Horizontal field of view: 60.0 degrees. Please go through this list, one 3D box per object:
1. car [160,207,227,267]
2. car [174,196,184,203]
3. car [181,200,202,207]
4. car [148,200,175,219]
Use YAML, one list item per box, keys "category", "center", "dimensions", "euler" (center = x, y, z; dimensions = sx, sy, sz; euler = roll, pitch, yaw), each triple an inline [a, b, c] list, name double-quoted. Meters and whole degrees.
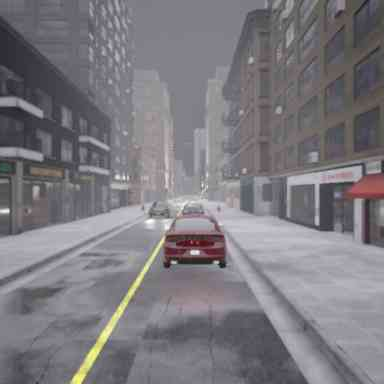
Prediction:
- category: "car"
  center: [0.092, 1.512, 11.573]
  dimensions: [1.882, 1.535, 5.008]
  euler: [0, 0, 0]
- category: "car"
  center: [-2.745, 1.668, 70.878]
  dimensions: [1.812, 1.442, 4.674]
  euler: [0, 0, 0]
- category: "car"
  center: [0.100, 1.686, 30.234]
  dimensions: [1.895, 1.301, 4.718]
  euler: [0, 0, 0]
- category: "car"
  center: [-2.845, 1.590, 30.362]
  dimensions: [1.837, 1.490, 4.892]
  euler: [0, 0, 0]
